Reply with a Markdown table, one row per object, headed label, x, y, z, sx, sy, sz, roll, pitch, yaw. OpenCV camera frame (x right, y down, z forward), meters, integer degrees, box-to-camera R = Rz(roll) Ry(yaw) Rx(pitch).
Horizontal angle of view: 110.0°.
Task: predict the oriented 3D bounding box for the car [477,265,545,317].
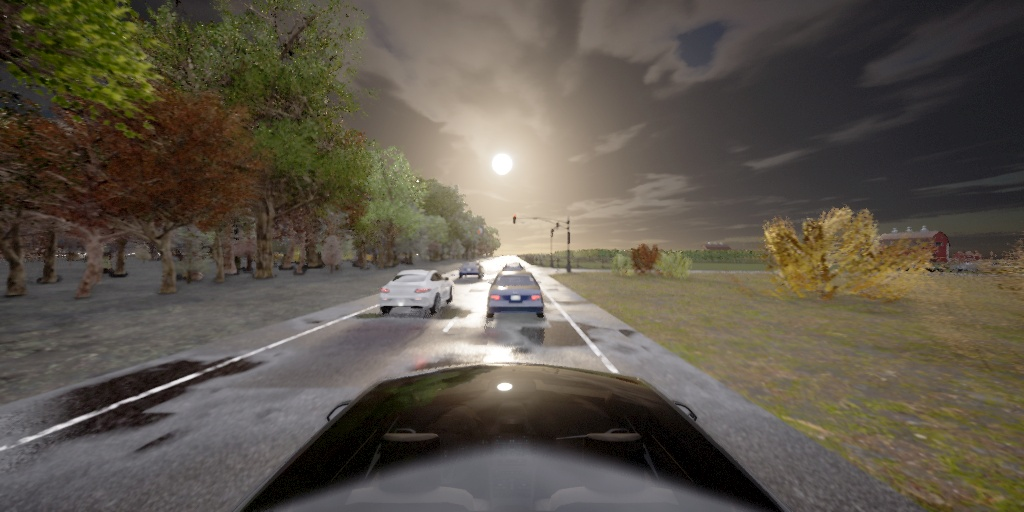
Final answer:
| label | x | y | z | sx | sy | sz | roll | pitch | yaw |
| --- | --- | --- | --- | --- | --- | --- | --- | --- | --- |
| car | 0.102 | 1.235 | 12.780 | 2.033 | 1.411 | 5.357 | 0 | 0 | 0 |

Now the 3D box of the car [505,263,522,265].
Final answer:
| label | x | y | z | sx | sy | sz | roll | pitch | yaw |
| --- | --- | --- | --- | --- | --- | --- | --- | --- | --- |
| car | 0.111 | 1.171 | 27.015 | 1.994 | 1.385 | 4.181 | 0 | 0 | 0 |

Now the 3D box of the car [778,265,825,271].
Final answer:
| label | x | y | z | sx | sy | sz | roll | pitch | yaw |
| --- | --- | --- | --- | --- | --- | --- | --- | --- | --- |
| car | 39.428 | 1.505 | 48.989 | 5.357 | 1.411 | 2.033 | 1 | -1 | 1 |

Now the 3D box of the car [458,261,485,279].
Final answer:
| label | x | y | z | sx | sy | sz | roll | pitch | yaw |
| --- | --- | --- | --- | --- | --- | --- | --- | --- | --- |
| car | -3.394 | 1.134 | 30.654 | 2.033 | 1.411 | 5.357 | 0 | 0 | 0 |

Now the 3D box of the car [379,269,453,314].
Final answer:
| label | x | y | z | sx | sy | sz | roll | pitch | yaw |
| --- | --- | --- | --- | --- | --- | --- | --- | --- | --- |
| car | -3.399 | 1.211 | 13.283 | 1.812 | 1.442 | 4.674 | 0 | 0 | 0 |
